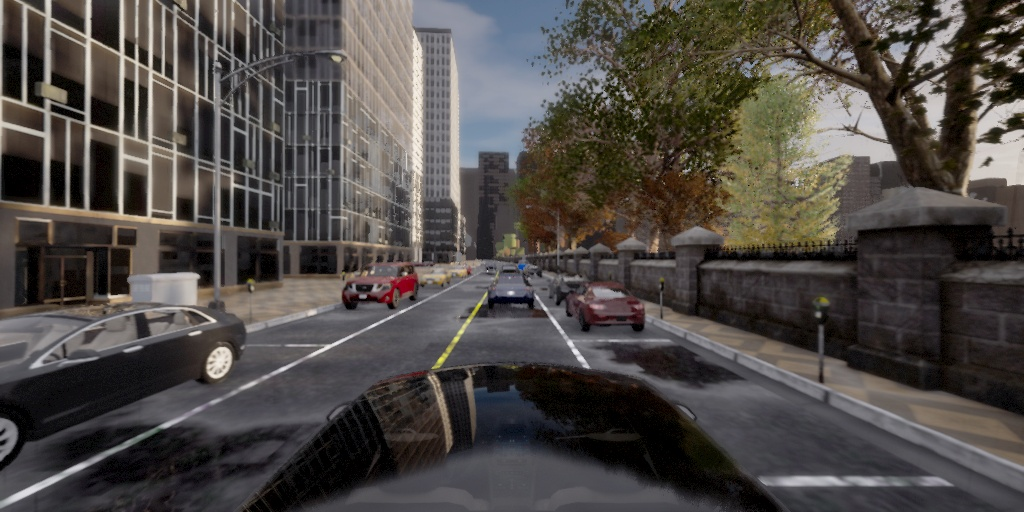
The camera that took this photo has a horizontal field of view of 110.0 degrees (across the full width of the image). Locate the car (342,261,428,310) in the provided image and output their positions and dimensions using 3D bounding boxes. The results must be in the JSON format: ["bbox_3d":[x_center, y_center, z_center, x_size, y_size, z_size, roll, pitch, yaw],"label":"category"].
[{"bbox_3d":[-5.509,1.197,15.743,2.192,1.841,5.009,0,0,0],"label":"car"}]

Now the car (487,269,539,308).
[{"bbox_3d":[-0.048,1.449,16.164,1.994,1.385,4.181,0,0,0],"label":"car"}]

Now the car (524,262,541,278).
[{"bbox_3d":[2.353,1.643,39.019,2.007,1.370,4.403,0,0,-1],"label":"car"}]

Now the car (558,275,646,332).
[{"bbox_3d":[2.689,1.418,10.917,1.802,1.307,4.207,0,0,0],"label":"car"}]

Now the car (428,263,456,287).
[{"bbox_3d":[-5.622,1.511,26.856,1.751,1.417,4.829,0,0,-1],"label":"car"}]

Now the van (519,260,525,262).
[{"bbox_3d":[1.811,1.584,55.884,1.690,1.789,3.998,0,0,-2],"label":"van"}]

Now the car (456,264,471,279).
[{"bbox_3d":[-5.802,1.613,38.146,1.751,1.417,4.829,0,0,-1],"label":"car"}]

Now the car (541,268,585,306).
[{"bbox_3d":[2.655,1.438,16.537,2.007,1.370,4.403,0,0,0],"label":"car"}]

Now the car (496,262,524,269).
[{"bbox_3d":[-0.217,1.530,31.161,1.837,1.490,4.892,0,0,-1],"label":"car"}]

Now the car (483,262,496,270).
[{"bbox_3d":[-3.798,1.891,65.226,1.994,1.385,4.181,0,-1,-2],"label":"car"}]

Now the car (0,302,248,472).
[{"bbox_3d":[-5.461,1.327,4.464,2.007,1.370,4.403,0,0,0],"label":"car"}]
